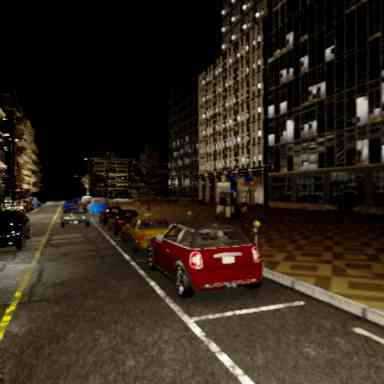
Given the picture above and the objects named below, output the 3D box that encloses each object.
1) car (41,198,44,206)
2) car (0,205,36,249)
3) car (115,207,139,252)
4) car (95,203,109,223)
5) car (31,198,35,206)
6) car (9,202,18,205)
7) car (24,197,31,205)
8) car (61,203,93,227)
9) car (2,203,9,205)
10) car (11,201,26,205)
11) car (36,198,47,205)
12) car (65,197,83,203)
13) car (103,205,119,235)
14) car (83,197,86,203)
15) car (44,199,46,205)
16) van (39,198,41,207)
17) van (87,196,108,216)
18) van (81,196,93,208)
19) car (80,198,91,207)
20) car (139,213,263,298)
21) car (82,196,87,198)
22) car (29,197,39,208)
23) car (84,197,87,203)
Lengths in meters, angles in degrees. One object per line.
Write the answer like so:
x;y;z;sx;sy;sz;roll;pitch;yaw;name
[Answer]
-27.240;1.983;57.563;1.802;1.307;4.206;-1;0;-21;car
-8.363;1.585;14.823;1.882;1.535;5.008;0;0;-21;car
-1.927;1.575;14.129;1.752;1.417;4.829;-1;0;-21;car
-5.763;1.690;24.313;1.802;1.307;4.206;-1;0;-21;car
-21.396;1.863;42.047;1.947;1.339;4.313;-1;0;-21;car
-15.552;1.751;26.532;2.008;1.369;4.403;-1;0;-21;car
-19.450;1.704;36.875;1.967;1.590;4.097;-1;0;-21;car
-8.492;1.733;24.184;1.895;1.301;4.718;0;0;-20;car
-13.609;1.485;21.360;2.192;1.841;5.009;-1;0;-21;car
-17.501;1.783;31.704;2.008;1.369;4.403;-1;0;-21;car
-33.083;2.076;73.078;1.947;1.339;4.313;-1;0;-21;car
-15.256;1.720;42.162;1.882;1.535;5.008;0;0;-21;car
-3.815;1.660;19.142;1.802;1.307;4.206;-1;0;-21;car
-13.554;1.802;45.001;1.947;1.339;4.313;-1;0;-21;car
-29.188;2.019;62.734;1.802;1.307;4.206;-1;0;-21;car
-25.296;1.707;52.392;1.690;1.788;3.998;-1;0;-21;van
-9.662;1.512;34.658;1.690;1.788;3.998;-1;0;-21;van
-17.454;1.646;55.346;1.690;1.788;3.998;-1;0;-21;van
-19.458;1.866;60.675;1.752;1.417;4.829;-1;0;-21;car
0.080;1.460;8.797;1.967;1.590;4.097;-1;0;-21;car
-15.504;1.710;50.173;1.967;1.590;4.097;-1;0;-21;car
-23.344;1.876;47.219;1.887;1.381;4.507;-1;0;-21;car
-11.666;1.729;39.988;1.752;1.417;4.829;-1;0;-21;car
